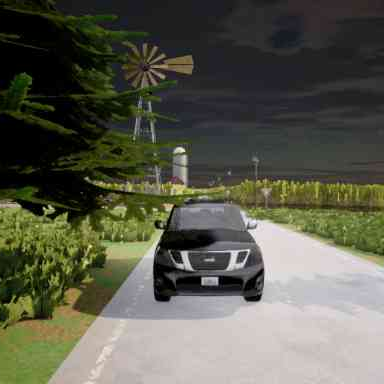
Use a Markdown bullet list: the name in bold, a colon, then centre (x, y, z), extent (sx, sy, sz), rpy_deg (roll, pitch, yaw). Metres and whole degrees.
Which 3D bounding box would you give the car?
- **car**: centre (0.330, 1.221, 8.638), extent (2.150, 2.045, 5.566), rpy_deg (0, 0, 0)
